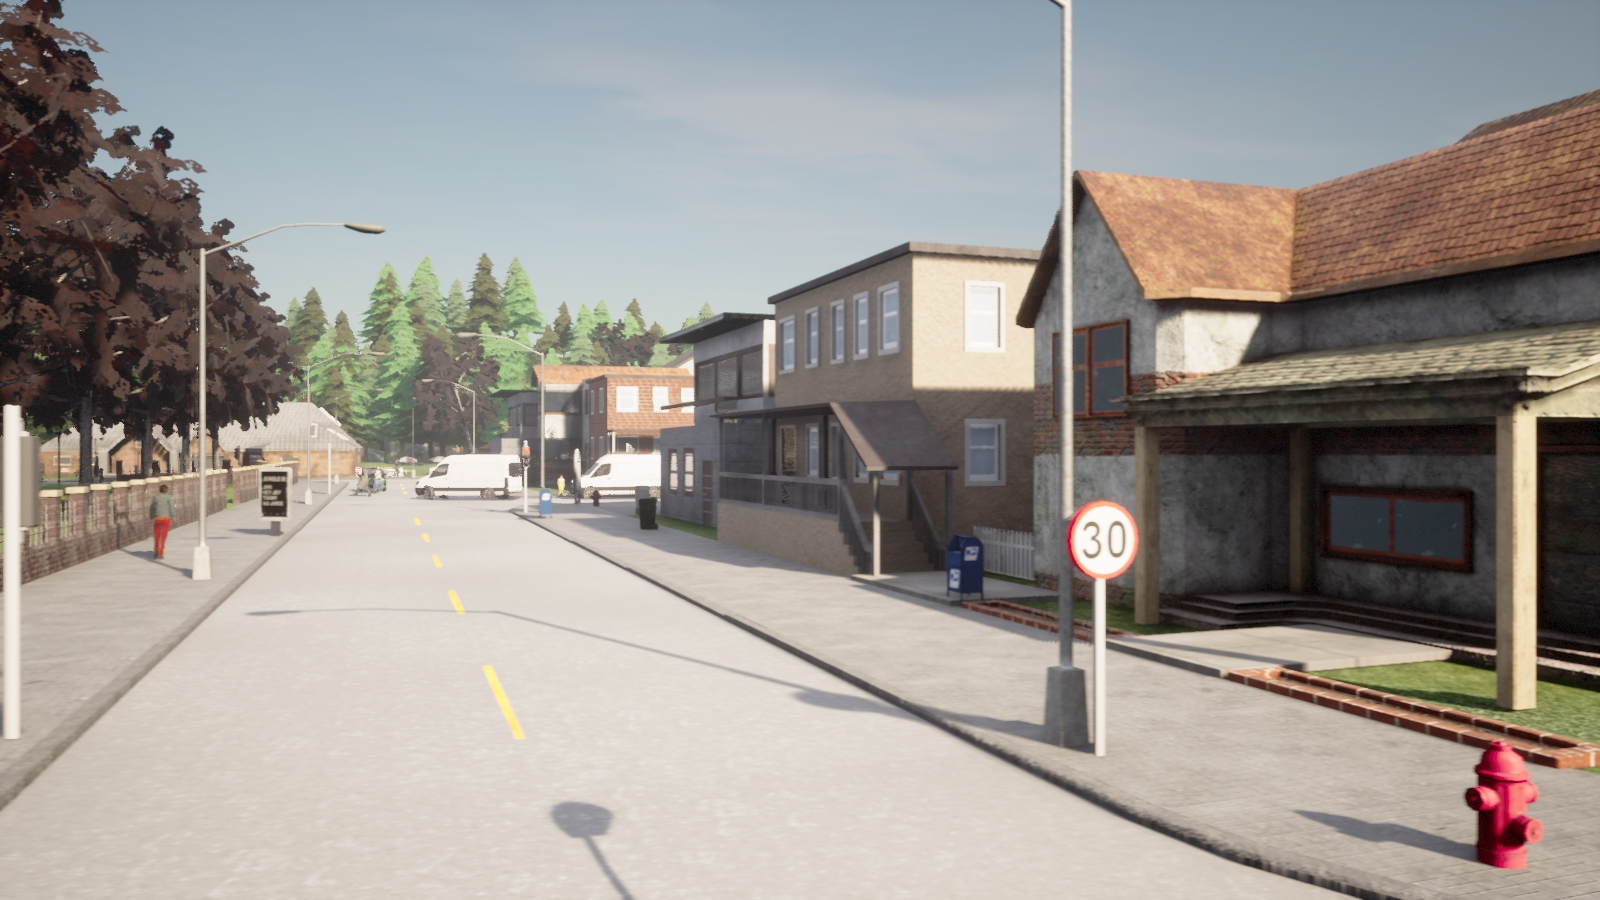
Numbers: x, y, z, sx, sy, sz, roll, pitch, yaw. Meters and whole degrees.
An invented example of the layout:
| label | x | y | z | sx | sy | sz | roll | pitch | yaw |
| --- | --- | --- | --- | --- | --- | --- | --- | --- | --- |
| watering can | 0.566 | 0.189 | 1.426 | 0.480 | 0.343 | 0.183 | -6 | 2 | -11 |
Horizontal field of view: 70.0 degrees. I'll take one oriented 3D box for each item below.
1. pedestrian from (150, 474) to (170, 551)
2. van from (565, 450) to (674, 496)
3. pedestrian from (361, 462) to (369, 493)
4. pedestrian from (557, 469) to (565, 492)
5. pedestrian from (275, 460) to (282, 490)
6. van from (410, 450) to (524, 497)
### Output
| label | x | y | z | sx | sy | sz | roll | pitch | yaw |
| --- | --- | --- | --- | --- | --- | --- | --- | --- | --- |
| pedestrian | -15.748 | 1.525 | 28.126 | 0.375 | 1.860 | 0.375 | 0 | 0 | -18 |
| van | -10.356 | 1.315 | 65.671 | 5.915 | 2.561 | 1.988 | 0 | 0 | -20 |
| pedestrian | -25.949 | 1.628 | 68.124 | 0.375 | 1.860 | 0.375 | 0 | 0 | -13 |
| pedestrian | -14.016 | 1.796 | 67.075 | 0.375 | 1.300 | 0.375 | 0 | 0 | -26 |
| pedestrian | -32.020 | 1.525 | 70.132 | 0.375 | 1.860 | 0.375 | 0 | 0 | -20 |
| van | -18.782 | 1.315 | 64.535 | 5.915 | 2.561 | 1.988 | 0 | 1 | 12 |
